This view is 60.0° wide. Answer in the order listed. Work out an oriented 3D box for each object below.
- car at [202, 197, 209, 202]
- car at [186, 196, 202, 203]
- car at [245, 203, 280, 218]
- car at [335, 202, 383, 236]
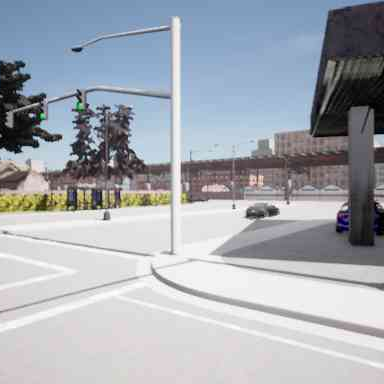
[{"bbox_3d":[1.846,1.696,76.189,4.181,1.385,1.994,0,0,37],"label":"car"},{"bbox_3d":[-0.563,1.698,73.618,4.181,1.385,1.994,0,0,37],"label":"car"},{"bbox_3d":[6.537,1.666,30.535,1.994,1.385,4.181,0,-1,36],"label":"car"},{"bbox_3d":[9.260,1.304,17.863,2.242,1.667,4.611,0,0,37],"label":"car"}]
